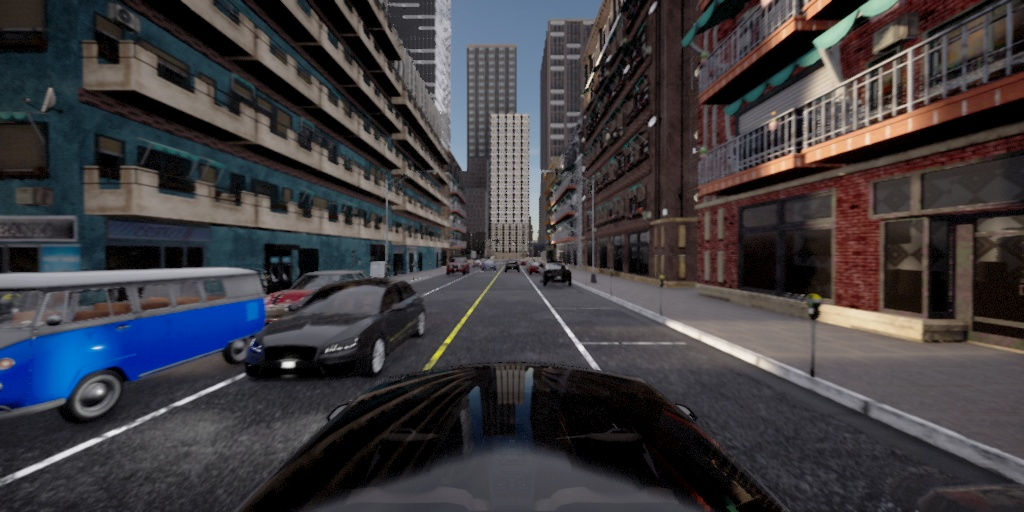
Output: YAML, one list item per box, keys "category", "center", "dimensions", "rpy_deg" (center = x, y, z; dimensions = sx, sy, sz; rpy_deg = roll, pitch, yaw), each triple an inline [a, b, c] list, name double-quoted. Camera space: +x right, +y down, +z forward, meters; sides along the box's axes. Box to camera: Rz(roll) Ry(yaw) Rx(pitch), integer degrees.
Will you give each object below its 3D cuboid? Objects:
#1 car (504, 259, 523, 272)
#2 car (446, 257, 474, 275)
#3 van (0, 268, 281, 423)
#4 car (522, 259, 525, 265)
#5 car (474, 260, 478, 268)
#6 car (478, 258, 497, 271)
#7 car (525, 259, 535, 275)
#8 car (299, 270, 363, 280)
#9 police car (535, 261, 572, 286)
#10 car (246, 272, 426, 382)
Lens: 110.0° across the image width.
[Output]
- category: "car"
  center: [0.038, 1.249, 44.909]
  dimensions: [1.837, 1.490, 4.892]
  rpy_deg: [0, -1, 0]
- category: "car"
  center: [-5.708, 1.063, 38.579]
  dimensions: [2.192, 1.841, 5.009]
  rpy_deg: [0, 0, 0]
- category: "van"
  center: [-5.694, 1.090, 5.439]
  dimensions: [1.690, 1.789, 3.998]
  rpy_deg: [0, 0, 0]
- category: "car"
  center: [2.672, 1.299, 44.092]
  dimensions: [2.007, 1.370, 4.403]
  rpy_deg: [0, 0, 0]
- category: "car"
  center: [-5.716, 1.333, 60.673]
  dimensions: [1.802, 1.307, 4.207]
  rpy_deg: [0, 0, 0]
- category: "car"
  center: [-3.098, 1.275, 48.334]
  dimensions: [1.812, 1.442, 4.674]
  rpy_deg: [0, 0, 0]
- category: "car"
  center: [2.674, 1.293, 38.569]
  dimensions: [1.888, 1.381, 4.507]
  rpy_deg: [0, 0, 0]
- category: "car"
  center: [-5.696, 1.188, 10.962]
  dimensions: [1.967, 1.591, 4.097]
  rpy_deg: [0, 0, 0]
- category: "police car"
  center: [2.991, 1.173, 25.436]
  dimensions: [1.930, 1.638, 5.238]
  rpy_deg: [0, 0, 0]
- category: "car"
  center: [-3.102, 1.254, 7.401]
  dimensions: [1.837, 1.490, 4.892]
  rpy_deg: [0, 0, 0]
